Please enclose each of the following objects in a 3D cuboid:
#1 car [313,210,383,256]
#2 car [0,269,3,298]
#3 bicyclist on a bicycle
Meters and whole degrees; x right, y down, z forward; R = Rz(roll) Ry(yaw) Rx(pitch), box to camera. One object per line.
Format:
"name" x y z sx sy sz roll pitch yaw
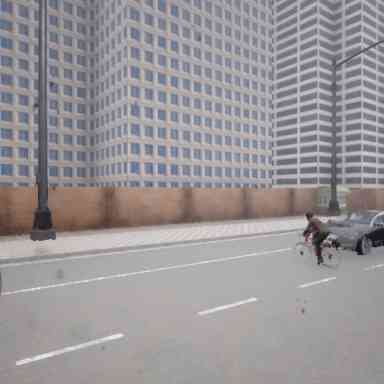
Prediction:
"car" 6.762 1.490 13.158 4.902 1.511 2.128 0 0 -36
"car" -5.681 1.221 4.364 5.566 2.045 2.150 0 0 -33
"bicyclist on a bicycle" 3.739 1.455 10.116 0.582 1.620 1.656 0 -2 -36
